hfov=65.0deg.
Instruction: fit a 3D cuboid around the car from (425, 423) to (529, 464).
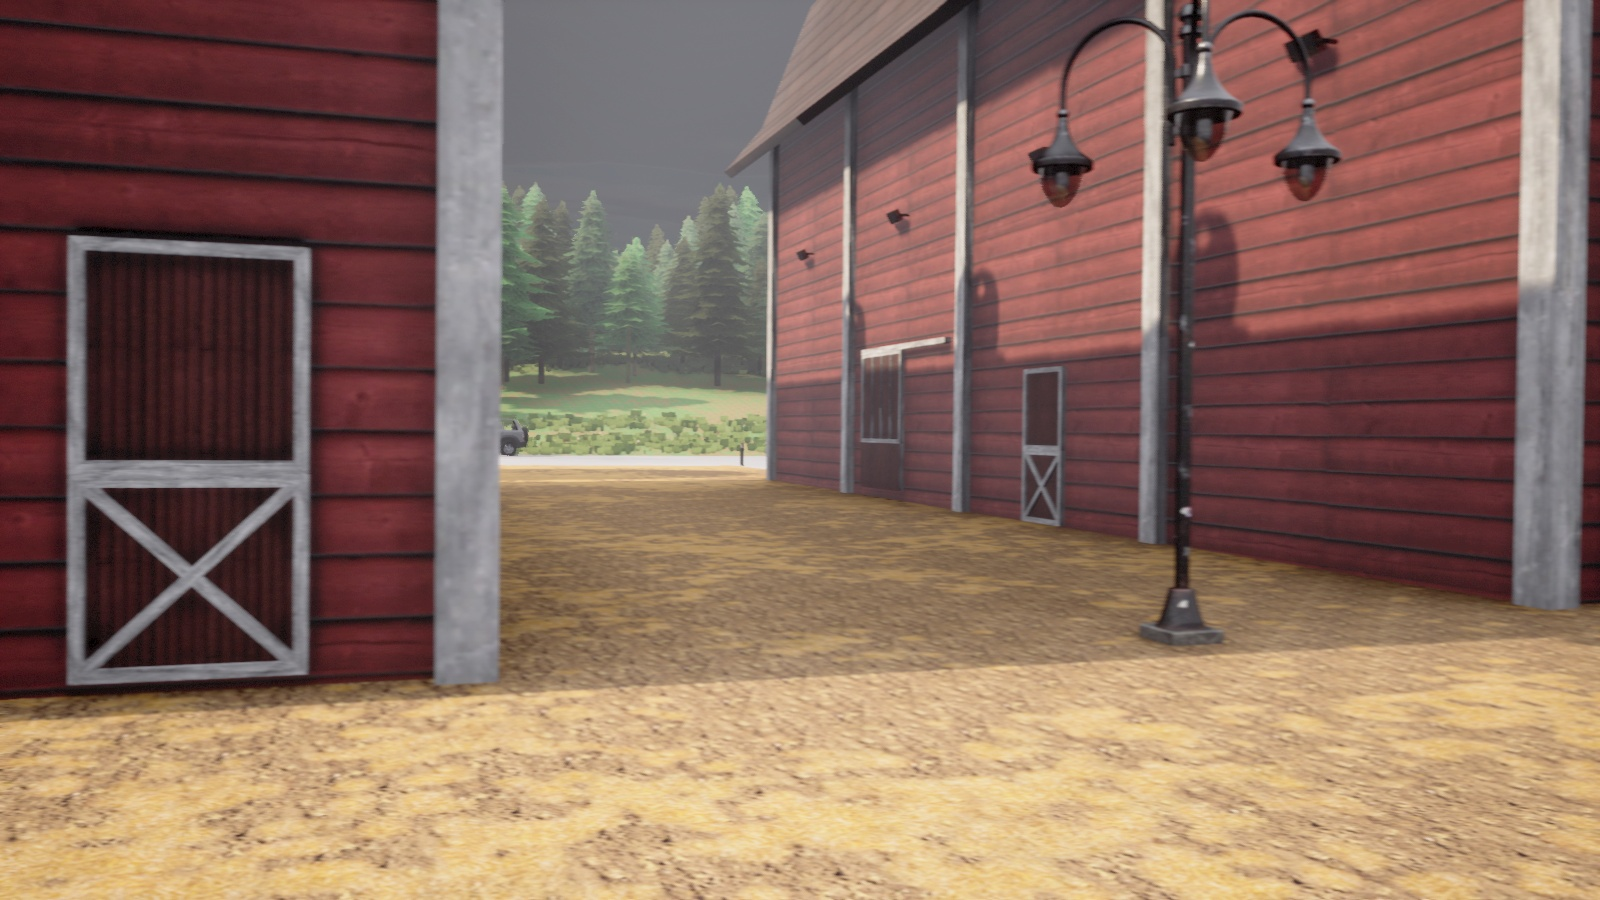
[{"bbox_3d":[-15.119,-0.319,58.745,4.605,1.855,1.932,-1,1,-17],"label":"car"}]
